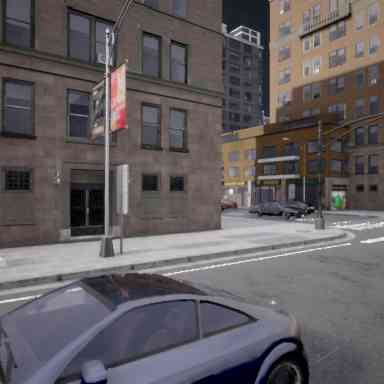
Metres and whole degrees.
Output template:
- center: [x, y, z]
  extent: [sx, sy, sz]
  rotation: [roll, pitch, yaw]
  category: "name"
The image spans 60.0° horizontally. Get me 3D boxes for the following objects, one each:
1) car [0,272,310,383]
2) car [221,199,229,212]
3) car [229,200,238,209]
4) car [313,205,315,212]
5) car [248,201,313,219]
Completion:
- center: [-0.815, 1.564, 3.103]
  extent: [4.181, 1.385, 1.994]
  rotation: [0, 0, -36]
  category: "car"
- center: [1.631, 1.591, 37.366]
  extent: [1.895, 1.301, 4.718]
  rotation: [0, 0, -35]
  category: "car"
- center: [4.168, 1.593, 43.286]
  extent: [1.802, 1.307, 4.206]
  rotation: [0, 0, -35]
  category: "car"
- center: [10.530, 1.580, 34.284]
  extent: [1.947, 1.339, 4.313]
  rotation: [0, 0, -35]
  category: "car"
- center: [7.413, 1.540, 29.157]
  extent: [2.033, 1.411, 5.357]
  rotation: [0, 0, -37]
  category: "car"
